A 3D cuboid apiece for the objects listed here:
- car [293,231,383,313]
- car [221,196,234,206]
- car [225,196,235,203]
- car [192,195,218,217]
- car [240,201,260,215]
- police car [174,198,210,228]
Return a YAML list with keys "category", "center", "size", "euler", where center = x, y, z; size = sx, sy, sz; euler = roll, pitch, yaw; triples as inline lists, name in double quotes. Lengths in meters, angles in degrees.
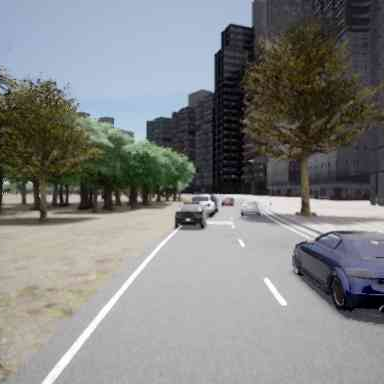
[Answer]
- category: "car"
  center: [3.784, 1.588, 7.770]
  size: [1.994, 1.385, 4.181]
  euler: [0, 0, 2]
- category: "car"
  center: [6.069, 1.712, 56.913]
  size: [1.994, 1.385, 4.181]
  euler: [0, 0, 9]
- category: "car"
  center: [8.339, 1.607, 73.462]
  size: [2.033, 1.411, 5.357]
  euler: [0, 0, 5]
- category: "car"
  center: [1.046, 1.310, 32.539]
  size: [2.150, 2.045, 5.566]
  euler: [0, 0, 7]
- category: "car"
  center: [6.091, 1.621, 34.952]
  size: [1.812, 1.442, 4.674]
  euler: [0, 0, 8]
- category: "police car"
  center: [-0.006, 1.485, 22.701]
  size: [1.930, 1.638, 5.238]
  euler: [0, 0, 5]
